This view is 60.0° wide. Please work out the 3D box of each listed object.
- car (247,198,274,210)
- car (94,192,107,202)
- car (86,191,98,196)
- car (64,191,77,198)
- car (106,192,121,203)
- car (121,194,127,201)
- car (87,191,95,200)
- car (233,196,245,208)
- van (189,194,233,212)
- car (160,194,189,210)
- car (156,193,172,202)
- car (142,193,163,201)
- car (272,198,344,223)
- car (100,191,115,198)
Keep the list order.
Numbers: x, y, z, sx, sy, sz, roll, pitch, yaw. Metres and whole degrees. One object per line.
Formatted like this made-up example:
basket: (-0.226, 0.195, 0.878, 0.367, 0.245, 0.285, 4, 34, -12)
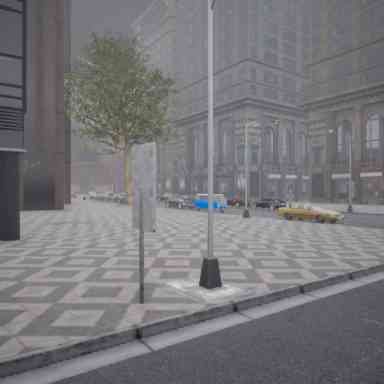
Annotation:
car: (8.786, 1.314, 38.038, 1.947, 1.339, 4.313, 1, 0, -35)
car: (-14.301, 0.910, 56.156, 2.008, 1.369, 4.403, 1, 0, -35)
car: (-26.647, 0.470, 88.658, 1.802, 1.307, 4.206, 1, 0, -35)
car: (-27.184, 0.482, 74.563, 1.967, 1.590, 4.097, 1, 0, -35)
car: (-11.079, 0.991, 51.554, 2.008, 1.369, 4.403, 1, 0, -35)
car: (-7.761, 1.050, 46.813, 1.752, 1.417, 4.829, 1, 0, -35)
car: (-17.522, 0.829, 60.758, 2.008, 1.369, 4.403, 1, 0, -35)
car: (5.566, 1.223, 42.640, 1.887, 1.381, 4.507, 1, 0, -35)
van: (1.809, 1.090, 33.142, 1.690, 1.788, 3.998, 1, 0, -35)
car: (-1.415, 1.230, 37.744, 2.008, 1.369, 4.403, 1, 0, -35)
car: (-4.097, 0.880, 56.448, 1.967, 1.590, 4.097, 1, 0, -35)
car: (-7.321, 0.909, 61.050, 2.008, 1.369, 4.403, 1, 0, -35)
car: (8.348, 1.398, 23.794, 1.752, 1.417, 4.829, 1, 0, -35)
car: (-20.204, 0.586, 79.455, 1.887, 1.381, 4.507, 1, 0, -35)
